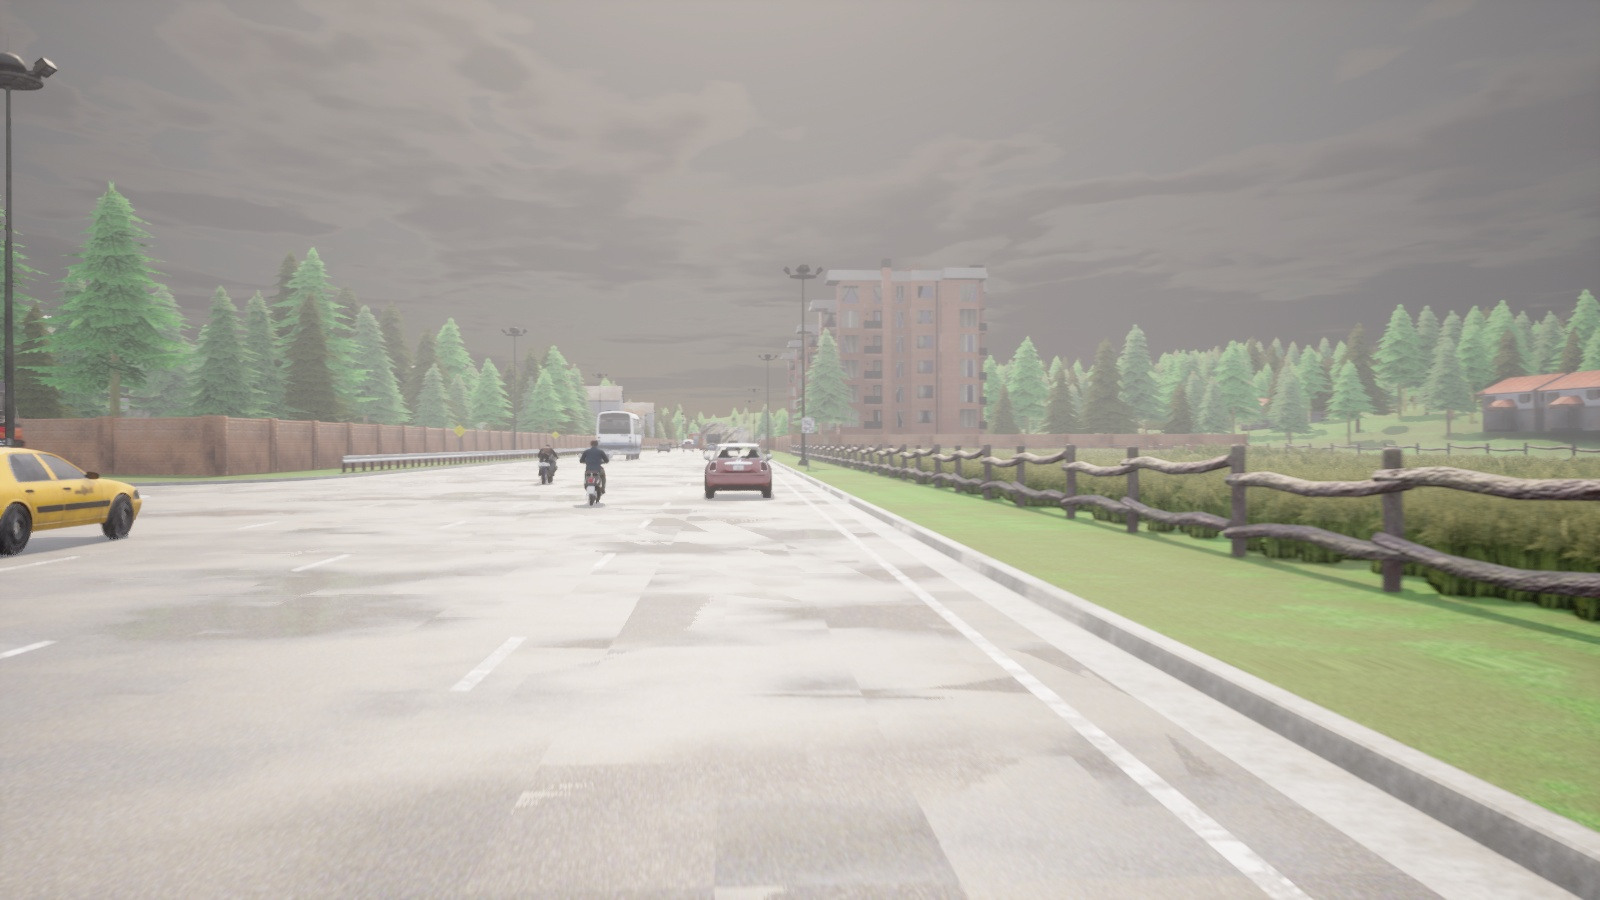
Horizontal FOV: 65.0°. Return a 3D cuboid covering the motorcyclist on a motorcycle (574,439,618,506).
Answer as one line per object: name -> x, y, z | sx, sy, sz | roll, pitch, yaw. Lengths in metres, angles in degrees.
motorcyclist on a motorcycle -> -4.953, 0.525, 30.545 | 0.866, 1.590, 1.817 | 0, 0, -3

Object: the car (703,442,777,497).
car -> -1.699, 0.510, 35.520 | 1.970, 1.475, 3.806 | 0, 0, -3

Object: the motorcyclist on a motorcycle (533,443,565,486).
motorcyclist on a motorcycle -> -9.254, 0.516, 46.362 | 0.866, 1.530, 2.191 | 0, 0, -3

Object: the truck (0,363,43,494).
truck -> -27.473, -0.637, 36.933 | 8.468, 3.827, 2.891 | 0, 0, -16

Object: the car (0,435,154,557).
car -> -11.320, 0.581, 17.794 | 1.801, 1.575, 5.366 | 0, 0, -3
